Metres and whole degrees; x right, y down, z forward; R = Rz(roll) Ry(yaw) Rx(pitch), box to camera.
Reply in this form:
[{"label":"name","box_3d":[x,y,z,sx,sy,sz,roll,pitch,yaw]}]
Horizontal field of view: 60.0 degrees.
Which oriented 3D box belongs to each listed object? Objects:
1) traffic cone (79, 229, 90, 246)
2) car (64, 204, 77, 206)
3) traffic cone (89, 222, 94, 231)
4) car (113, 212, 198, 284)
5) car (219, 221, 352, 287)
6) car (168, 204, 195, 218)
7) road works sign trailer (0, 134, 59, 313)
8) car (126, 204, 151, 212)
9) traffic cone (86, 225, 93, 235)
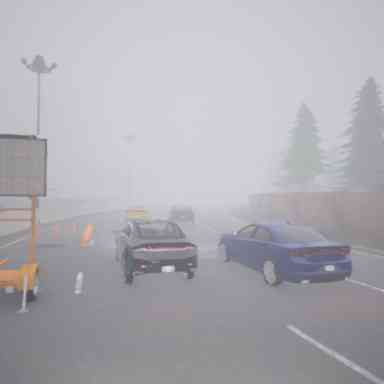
[{"label":"traffic cone","box_3d":[-4.759,2.056,14.598,0.340,0.580,0.340,1,-1,-14]},{"label":"car","box_3d":[-20.183,1.930,57.902,2.033,1.411,5.357,0,-1,12]},{"label":"traffic cone","box_3d":[-5.720,2.086,18.480,0.340,0.580,0.340,1,-1,-14]},{"label":"car","box_3d":[-1.243,1.582,10.019,2.128,1.511,4.902,1,-1,-17]},{"label":"car","box_3d":[2.412,1.606,9.955,1.882,1.535,5.008,1,-1,-17]},{"label":"car","box_3d":[-0.922,1.747,27.122,1.882,1.535,5.008,1,-1,-6]},{"label":"road works sign trailer","box_3d":[-4.504,0.495,7.461,2.380,3.560,2.880,1,-1,-14]},{"label":"car","box_3d":[-4.501,1.718,27.987,1.882,1.535,5.008,0,-1,-5]},{"label":"traffic cone","box_3d":[-5.239,2.071,16.539,0.340,0.580,0.340,1,-1,-14]}]
